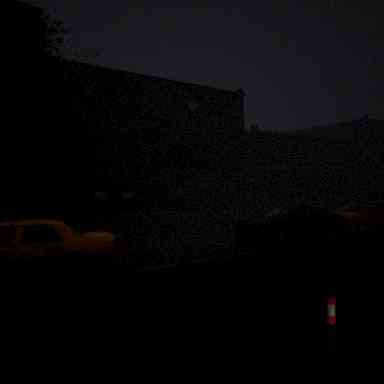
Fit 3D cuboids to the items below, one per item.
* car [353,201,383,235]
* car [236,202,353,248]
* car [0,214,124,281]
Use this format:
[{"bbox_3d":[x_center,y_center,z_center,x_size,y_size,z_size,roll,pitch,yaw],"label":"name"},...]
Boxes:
[{"bbox_3d":[8.554,1.222,16.782,5.008,1.535,2.097,0,0,-33],"label":"car"},{"bbox_3d":[4.044,1.262,13.552,5.008,1.535,2.097,0,0,-33],"label":"car"},{"bbox_3d":[-4.296,1.312,7.589,5.366,1.575,1.946,0,0,-33],"label":"car"}]
